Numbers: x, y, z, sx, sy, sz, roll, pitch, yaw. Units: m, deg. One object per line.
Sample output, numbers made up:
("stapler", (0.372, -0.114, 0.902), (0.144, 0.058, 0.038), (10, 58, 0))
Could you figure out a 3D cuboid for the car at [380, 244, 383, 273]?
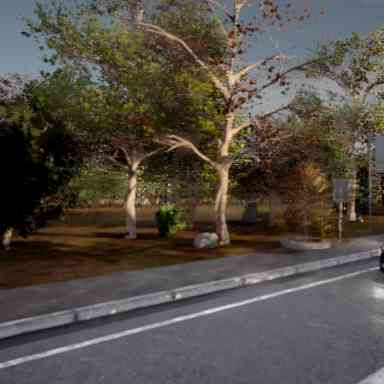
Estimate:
("car", (7.012, 1.343, 8.889), (4.553, 1.767, 2.097), (0, 0, -35))
